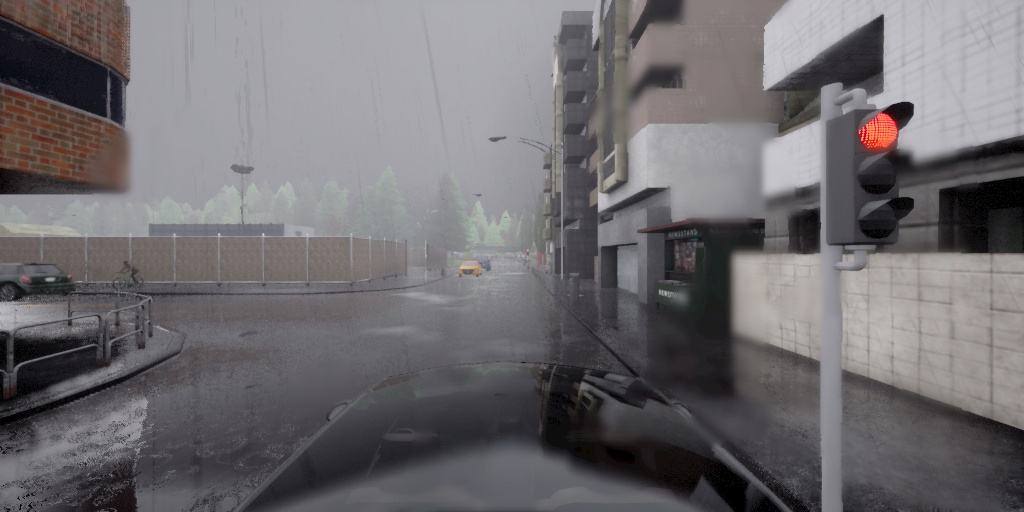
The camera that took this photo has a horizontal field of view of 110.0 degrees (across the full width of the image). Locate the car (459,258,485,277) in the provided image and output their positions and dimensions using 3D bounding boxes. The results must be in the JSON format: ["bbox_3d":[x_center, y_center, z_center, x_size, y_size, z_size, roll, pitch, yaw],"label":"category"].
[{"bbox_3d":[-4.116,1.228,35.836,1.882,1.535,5.008,0,0,0],"label":"car"}]

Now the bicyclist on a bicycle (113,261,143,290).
[{"bbox_3d":[-22.184,1.099,20.738,0.582,1.620,1.656,0,0,0],"label":"bicyclist on a bicycle"}]

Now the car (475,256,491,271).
[{"bbox_3d":[-4.073,0.972,48.481,2.150,2.045,5.566,0,0,1],"label":"car"}]

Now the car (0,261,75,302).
[{"bbox_3d":[-23.329,1.102,16.492,4.553,1.767,2.097,0,0,1],"label":"car"}]
